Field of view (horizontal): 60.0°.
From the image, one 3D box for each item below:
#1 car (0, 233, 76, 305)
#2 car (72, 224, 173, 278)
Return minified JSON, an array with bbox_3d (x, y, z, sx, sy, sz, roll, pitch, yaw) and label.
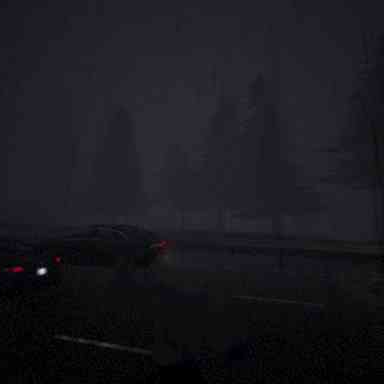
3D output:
[{"bbox_3d":[-5.357,1.787,8.187,4.181,1.385,1.994,0,-2,16],"label":"car"},{"bbox_3d":[-3.059,1.838,11.169,4.902,1.511,2.128,0,-2,18],"label":"car"}]
